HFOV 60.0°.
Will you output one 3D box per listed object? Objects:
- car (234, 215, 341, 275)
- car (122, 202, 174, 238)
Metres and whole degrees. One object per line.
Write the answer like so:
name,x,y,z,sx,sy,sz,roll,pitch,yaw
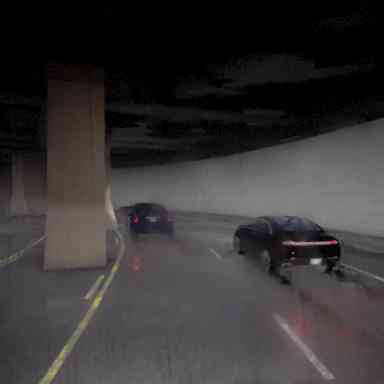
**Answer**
car,2.691,1.480,10.501,2.128,1.511,4.902,0,0,-8
car,-2.410,1.363,17.914,2.097,1.767,4.553,0,0,-15
